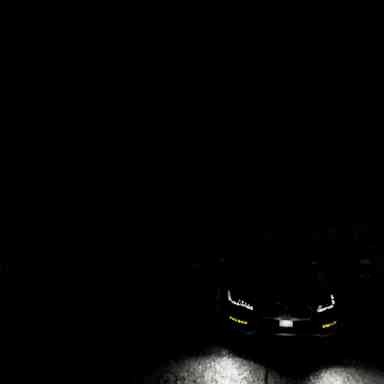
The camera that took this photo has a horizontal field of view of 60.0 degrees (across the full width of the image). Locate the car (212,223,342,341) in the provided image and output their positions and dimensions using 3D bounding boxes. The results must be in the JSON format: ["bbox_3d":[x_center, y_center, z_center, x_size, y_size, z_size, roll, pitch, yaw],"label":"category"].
[{"bbox_3d":[1.451,1.517,7.083,1.837,1.490,4.892,2,2,3],"label":"car"}]
